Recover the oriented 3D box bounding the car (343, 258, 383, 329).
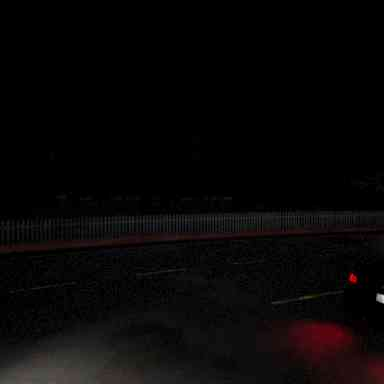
[{"bbox_3d":[4.706,1.564,5.724,4.181,1.385,1.994,0,0,-24],"label":"car"}]
